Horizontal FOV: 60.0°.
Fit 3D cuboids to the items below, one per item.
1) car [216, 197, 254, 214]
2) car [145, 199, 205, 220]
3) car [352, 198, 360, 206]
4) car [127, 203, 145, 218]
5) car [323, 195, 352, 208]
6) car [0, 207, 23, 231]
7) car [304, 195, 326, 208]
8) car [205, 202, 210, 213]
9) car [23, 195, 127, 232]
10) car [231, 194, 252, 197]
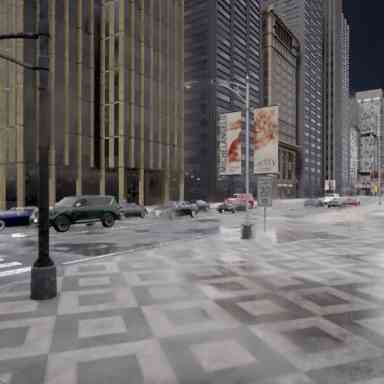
[{"bbox_3d":[4.784,1.585,37.017,2.033,1.411,5.357,0,0,35],"label":"car"},{"bbox_3d":[-1.323,1.514,28.487,2.128,1.511,4.902,0,0,36],"label":"car"},{"bbox_3d":[27.967,1.658,57.968,1.994,1.385,4.181,0,0,35],"label":"car"},{"bbox_3d":[-5.672,1.576,27.992,1.994,1.385,4.181,0,0,35],"label":"car"},{"bbox_3d":[21.330,1.625,48.697,2.033,1.411,5.357,0,0,36],"label":"car"},{"bbox_3d":[-10.796,1.602,20.819,1.895,1.301,4.718,0,0,35],"label":"car"},{"bbox_3d":[18.570,1.618,50.409,2.033,1.411,5.357,0,0,36],"label":"car"},{"bbox_3d":[0.243,1.552,36.260,1.812,1.442,4.674,0,0,36],"label":"car"},{"bbox_3d":[-6.994,1.232,20.549,2.150,2.045,5.566,0,0,36],"label":"car"},{"bbox_3d":[6.378,1.263,44.787,2.150,2.045,5.566,0,0,37],"label":"car"}]
